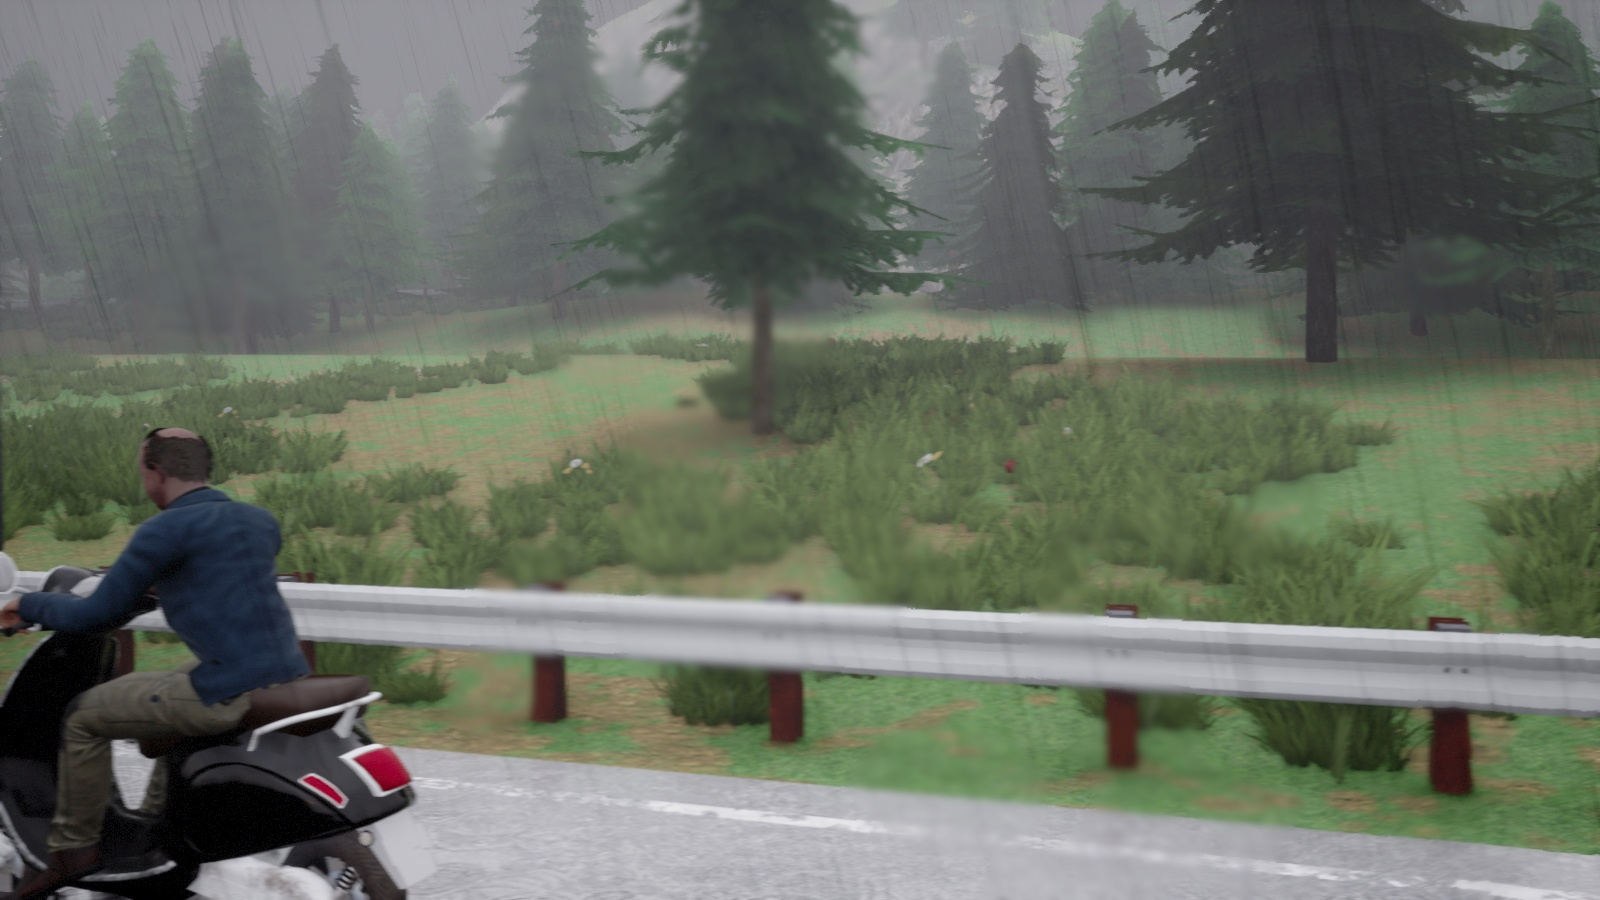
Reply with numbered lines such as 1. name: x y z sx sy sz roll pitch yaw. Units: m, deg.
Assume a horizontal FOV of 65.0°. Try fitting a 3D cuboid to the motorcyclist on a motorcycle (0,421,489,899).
1. motorcyclist on a motorcycle: -1.986 0.710 3.861 1.817 1.590 0.866 1 1 19
